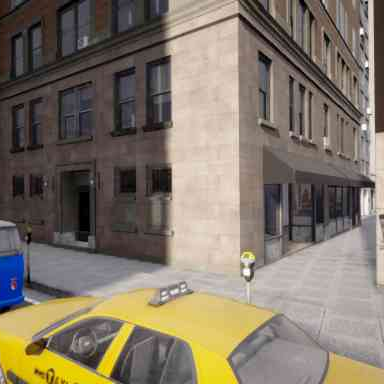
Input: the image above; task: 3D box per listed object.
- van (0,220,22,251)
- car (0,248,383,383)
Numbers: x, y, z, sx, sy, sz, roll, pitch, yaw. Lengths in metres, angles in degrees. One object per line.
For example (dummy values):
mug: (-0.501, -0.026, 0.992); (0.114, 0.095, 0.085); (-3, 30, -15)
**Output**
van: (-4.877, 1.342, 6.351); (3.998, 1.788, 1.690); (0, -1, 36)
car: (-0.402, 1.526, 3.147); (4.829, 1.417, 1.752); (0, -1, 36)
